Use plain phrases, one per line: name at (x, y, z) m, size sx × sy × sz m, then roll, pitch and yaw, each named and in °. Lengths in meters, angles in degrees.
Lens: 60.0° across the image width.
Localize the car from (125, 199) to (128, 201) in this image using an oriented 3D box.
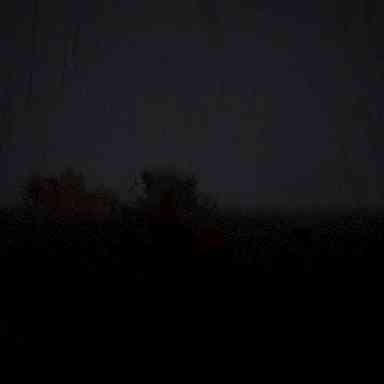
car at (-15.158, 2.110, 71.858) m, size 2.033 × 1.411 × 5.357 m, roll -1°, pitch -1°, yaw 36°
